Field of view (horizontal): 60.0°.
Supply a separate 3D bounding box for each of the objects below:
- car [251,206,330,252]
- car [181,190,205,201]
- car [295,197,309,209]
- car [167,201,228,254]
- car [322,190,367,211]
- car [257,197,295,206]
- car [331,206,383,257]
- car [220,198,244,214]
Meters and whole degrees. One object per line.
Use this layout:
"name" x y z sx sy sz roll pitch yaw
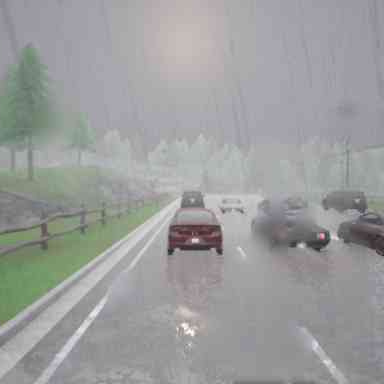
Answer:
"car" 3.602 1.445 13.139 1.895 1.301 4.718 0 1 0
"car" 0.073 0.846 32.233 2.150 2.045 5.566 0 1 0
"car" 10.582 1.158 34.538 1.994 1.385 4.181 0 1 0
"car" 0.103 1.326 12.840 1.882 1.535 5.008 0 1 0
"car" 14.065 0.859 30.951 2.150 2.045 5.566 0 1 0
"car" 7.053 1.203 29.264 2.033 1.411 5.357 0 1 1
"car" 7.102 1.418 12.296 1.994 1.385 4.181 0 1 0
"car" 3.561 1.240 30.751 1.895 1.301 4.718 0 1 0
